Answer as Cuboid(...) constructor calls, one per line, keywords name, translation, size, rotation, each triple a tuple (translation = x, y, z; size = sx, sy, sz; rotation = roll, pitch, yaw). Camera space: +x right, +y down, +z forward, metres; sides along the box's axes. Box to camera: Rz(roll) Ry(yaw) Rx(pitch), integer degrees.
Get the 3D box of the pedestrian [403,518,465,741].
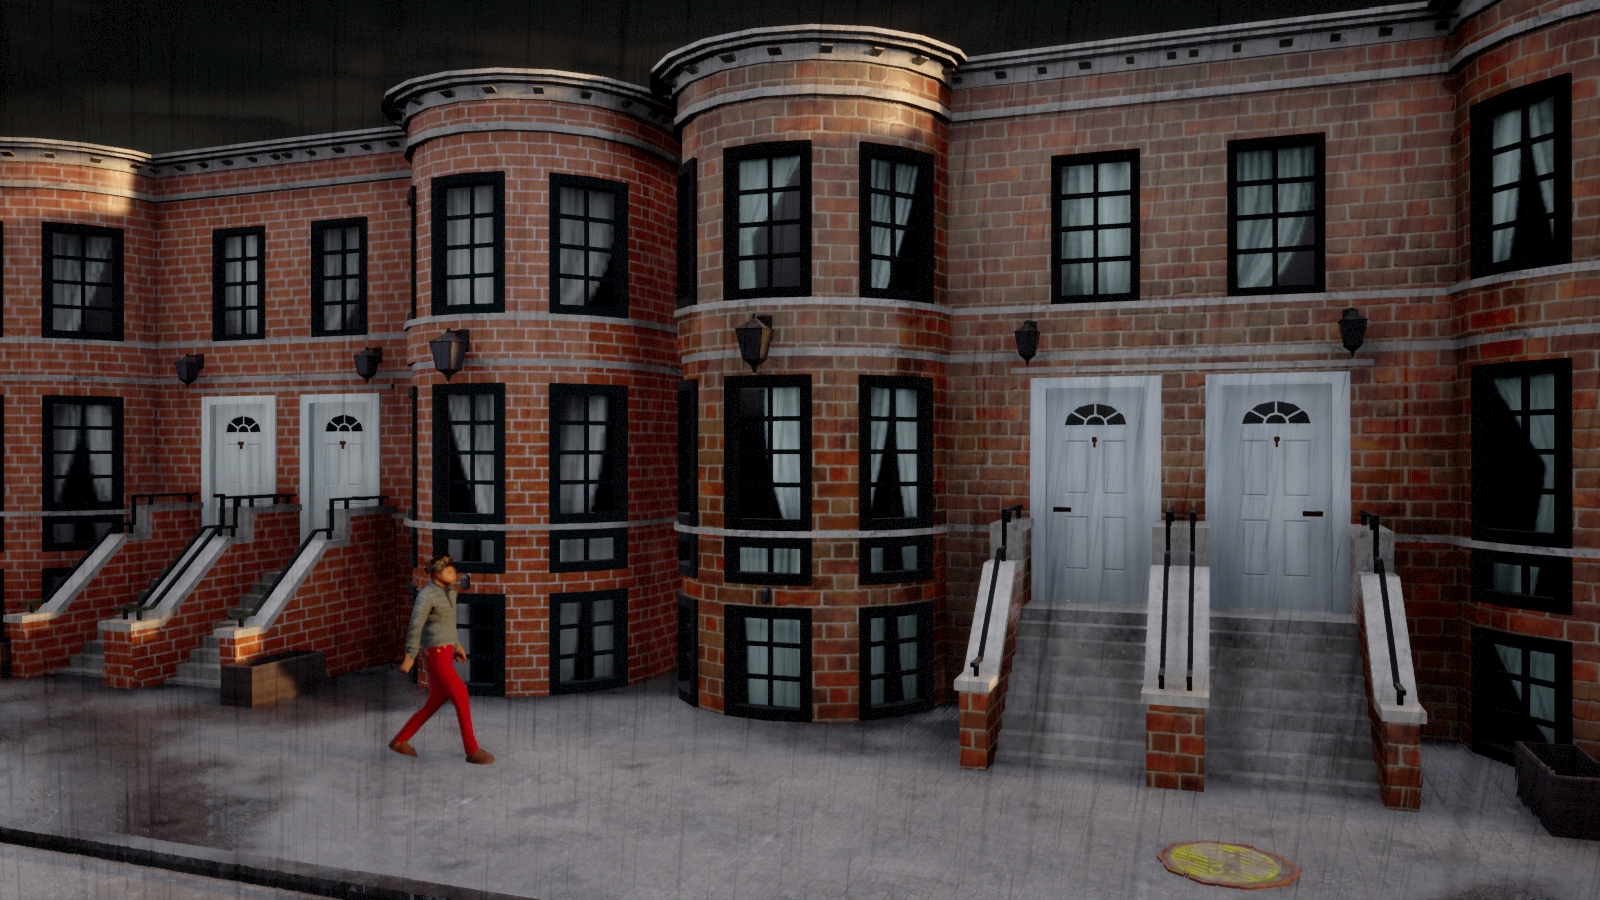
Cuboid(name="pedestrian", translation=(-3.160, 1.528, 9.879), size=(0.375, 1.860, 0.375), rotation=(0, 0, 8))
